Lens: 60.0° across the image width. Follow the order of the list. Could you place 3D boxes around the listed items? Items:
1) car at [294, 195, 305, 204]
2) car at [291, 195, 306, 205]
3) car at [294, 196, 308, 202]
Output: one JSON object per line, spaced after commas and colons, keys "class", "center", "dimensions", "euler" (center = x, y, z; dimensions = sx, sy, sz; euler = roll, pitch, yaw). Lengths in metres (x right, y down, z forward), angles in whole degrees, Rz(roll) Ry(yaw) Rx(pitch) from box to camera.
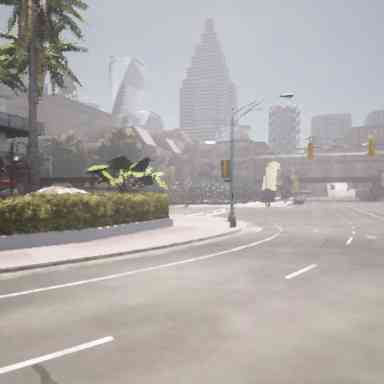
{"class": "car", "center": [22.996, 1.559, 71.158], "dimensions": [2.185, 1.767, 4.553], "euler": [0, 0, 19]}
{"class": "car", "center": [20.947, 1.668, 65.066], "dimensions": [2.097, 1.535, 5.008], "euler": [0, 0, 19]}
{"class": "car", "center": [26.687, 1.713, 81.281], "dimensions": [2.231, 1.521, 4.892], "euler": [0, 0, 29]}
